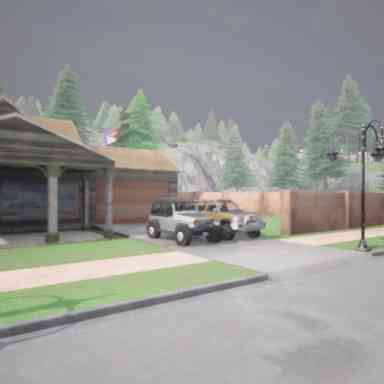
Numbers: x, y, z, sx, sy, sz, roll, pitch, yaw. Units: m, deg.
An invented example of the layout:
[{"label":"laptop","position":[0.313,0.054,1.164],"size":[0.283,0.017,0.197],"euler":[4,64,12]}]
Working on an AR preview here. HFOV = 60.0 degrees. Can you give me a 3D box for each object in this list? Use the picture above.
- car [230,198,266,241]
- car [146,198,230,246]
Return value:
[{"label":"car","position":[1.363,1.228,16.310],"size":[1.932,1.855,4.605],"euler":[0,0,-36]},{"label":"car","position":[-0.453,1.217,14.529],"size":[1.905,1.878,3.866],"euler":[0,0,-36]}]
